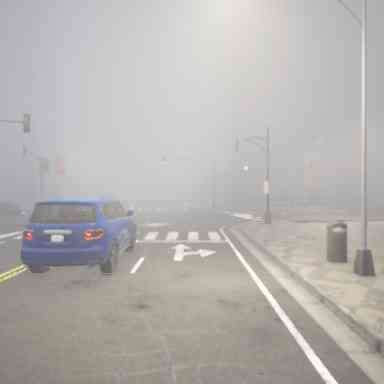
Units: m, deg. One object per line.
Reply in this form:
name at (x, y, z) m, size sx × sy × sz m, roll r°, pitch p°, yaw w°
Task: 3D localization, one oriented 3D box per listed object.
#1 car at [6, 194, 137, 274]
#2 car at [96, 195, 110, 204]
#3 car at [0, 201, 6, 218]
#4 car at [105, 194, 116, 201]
car at (-3.171, 1.163, 10.450) m, size 2.150 × 2.045 × 5.566 m, roll 0°, pitch 0°, yaw -1°
car at (-14.798, 1.244, 55.375) m, size 1.812 × 1.442 × 4.674 m, roll 0°, pitch 0°, yaw -9°
car at (-16.884, 1.407, 28.112) m, size 4.181 × 1.385 × 1.994 m, roll 0°, pitch 0°, yaw 0°
car at (-17.323, 1.128, 71.126) m, size 1.882 × 1.535 × 5.008 m, roll 0°, pitch 0°, yaw -9°
